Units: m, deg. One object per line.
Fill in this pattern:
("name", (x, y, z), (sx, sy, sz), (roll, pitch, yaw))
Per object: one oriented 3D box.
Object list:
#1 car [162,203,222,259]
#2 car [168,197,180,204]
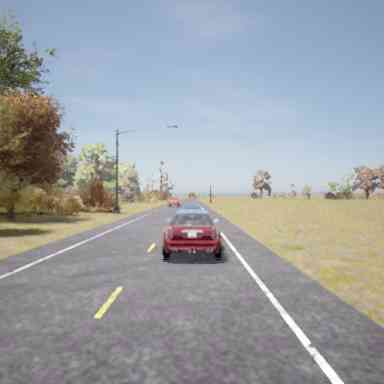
("car", (0.023, 1.498, 13.401), (2.097, 1.767, 4.553), (0, -1, 0))
("car", (-3.512, 1.935, 65.652), (2.150, 2.045, 5.566), (0, 0, 0))
